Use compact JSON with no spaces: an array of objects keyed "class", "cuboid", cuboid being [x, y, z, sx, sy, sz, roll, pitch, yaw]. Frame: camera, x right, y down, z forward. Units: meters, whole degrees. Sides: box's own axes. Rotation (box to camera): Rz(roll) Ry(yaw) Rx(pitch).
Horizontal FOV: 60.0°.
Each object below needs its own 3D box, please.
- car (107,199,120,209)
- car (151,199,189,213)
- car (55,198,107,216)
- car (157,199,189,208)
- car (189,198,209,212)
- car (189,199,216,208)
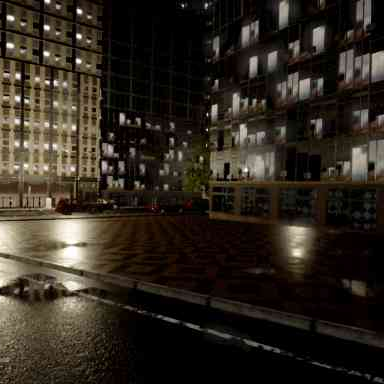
[{"class":"car","cuboid":[-12.249,1.722,46.535,4.403,1.369,2.008,1,1,-34]},{"class":"car","cuboid":[-3.129,1.967,43.216,4.507,1.381,1.887,1,1,-34]},{"class":"car","cuboid":[-12.493,1.647,36.828,5.009,1.841,2.192,1,1,-34]},{"class":"car","cuboid":[-3.019,1.786,52.823,4.829,1.417,1.752,1,1,-34]},{"class":"car","cuboid":[1.561,1.783,46.404,5.009,1.841,2.192,1,1,-34]},{"class":"car","cuboid":[1.806,1.874,56.112,4.313,1.339,1.947,1,1,-34]}]
